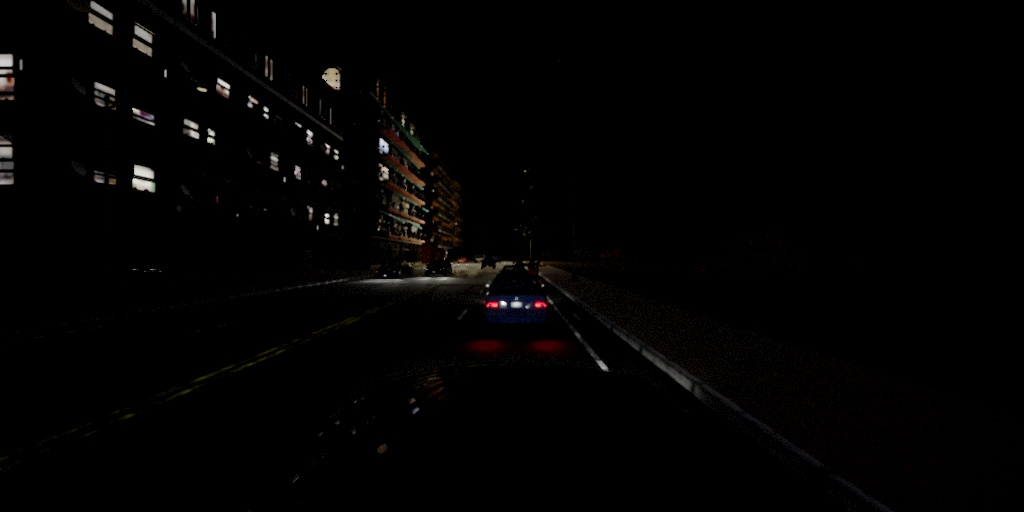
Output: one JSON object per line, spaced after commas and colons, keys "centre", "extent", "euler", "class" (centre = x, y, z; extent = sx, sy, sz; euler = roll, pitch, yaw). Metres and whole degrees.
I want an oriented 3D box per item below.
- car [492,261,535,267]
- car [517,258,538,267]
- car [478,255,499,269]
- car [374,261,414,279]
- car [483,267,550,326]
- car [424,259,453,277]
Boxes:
{"centre": [0.096, 1.199, 20.844], "extent": [1.994, 1.385, 4.181], "euler": [0, 0, 0], "class": "car"}
{"centre": [1.139, 0.927, 30.628], "extent": [2.097, 1.767, 4.553], "euler": [0, 0, 0], "class": "car"}
{"centre": [-3.223, 0.961, 50.011], "extent": [1.837, 1.490, 4.892], "euler": [0, 1, 0], "class": "car"}
{"centre": [-9.848, 1.124, 30.468], "extent": [2.033, 1.411, 5.357], "euler": [0, 0, 0], "class": "car"}
{"centre": [0.104, 1.239, 11.361], "extent": [2.033, 1.411, 5.357], "euler": [0, 0, 0], "class": "car"}
{"centre": [-6.595, 1.068, 32.599], "extent": [1.837, 1.490, 4.892], "euler": [0, 0, 0], "class": "car"}
